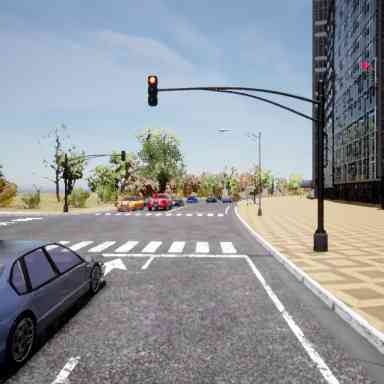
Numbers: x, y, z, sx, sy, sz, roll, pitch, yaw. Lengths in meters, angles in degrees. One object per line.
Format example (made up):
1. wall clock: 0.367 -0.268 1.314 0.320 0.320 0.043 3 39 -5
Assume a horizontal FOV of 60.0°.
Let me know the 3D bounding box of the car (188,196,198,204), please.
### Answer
1. car: 0.048 1.534 66.464 1.812 1.442 4.674 0 0 11

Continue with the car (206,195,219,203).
1. car: 4.217 1.559 70.759 1.994 1.385 4.181 0 0 12

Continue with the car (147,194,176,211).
1. car: -3.896 1.221 41.441 2.150 2.045 5.566 0 0 7

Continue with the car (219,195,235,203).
1. car: 7.496 1.561 70.037 2.033 1.411 5.357 0 0 12

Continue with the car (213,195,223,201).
1. car: 6.340 1.392 80.466 1.812 1.442 4.674 0 0 14

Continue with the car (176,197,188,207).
1. car: -2.457 1.494 52.042 2.128 1.511 4.902 0 0 8

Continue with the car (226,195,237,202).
1. car: 9.650 1.545 80.338 2.128 1.511 4.902 0 0 14

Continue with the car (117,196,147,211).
1. car: -7.371 1.350 40.021 2.097 1.767 4.553 0 0 8

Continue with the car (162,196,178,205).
1. car: -4.101 1.507 61.967 1.837 1.490 4.892 0 1 10

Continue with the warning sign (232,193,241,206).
1. warning sign: 6.478 1.122 48.189 1.300 1.860 1.060 0 0 8

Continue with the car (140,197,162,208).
1. car: -6.064 1.548 49.926 2.033 1.411 5.357 0 0 8

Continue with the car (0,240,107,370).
1. car: -3.035 1.547 5.651 2.033 1.411 5.357 0 0 1
